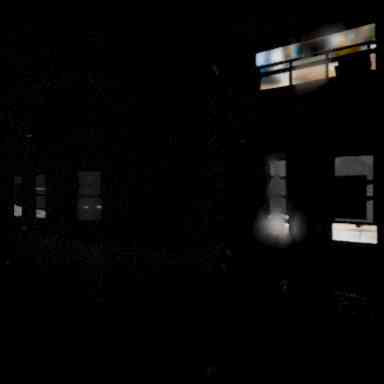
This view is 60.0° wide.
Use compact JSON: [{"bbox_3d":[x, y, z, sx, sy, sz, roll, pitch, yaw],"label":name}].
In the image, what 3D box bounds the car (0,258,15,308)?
[{"bbox_3d":[-5.197,1.566,6.586,4.313,1.339,1.947,0,0,36],"label":"car"}]
